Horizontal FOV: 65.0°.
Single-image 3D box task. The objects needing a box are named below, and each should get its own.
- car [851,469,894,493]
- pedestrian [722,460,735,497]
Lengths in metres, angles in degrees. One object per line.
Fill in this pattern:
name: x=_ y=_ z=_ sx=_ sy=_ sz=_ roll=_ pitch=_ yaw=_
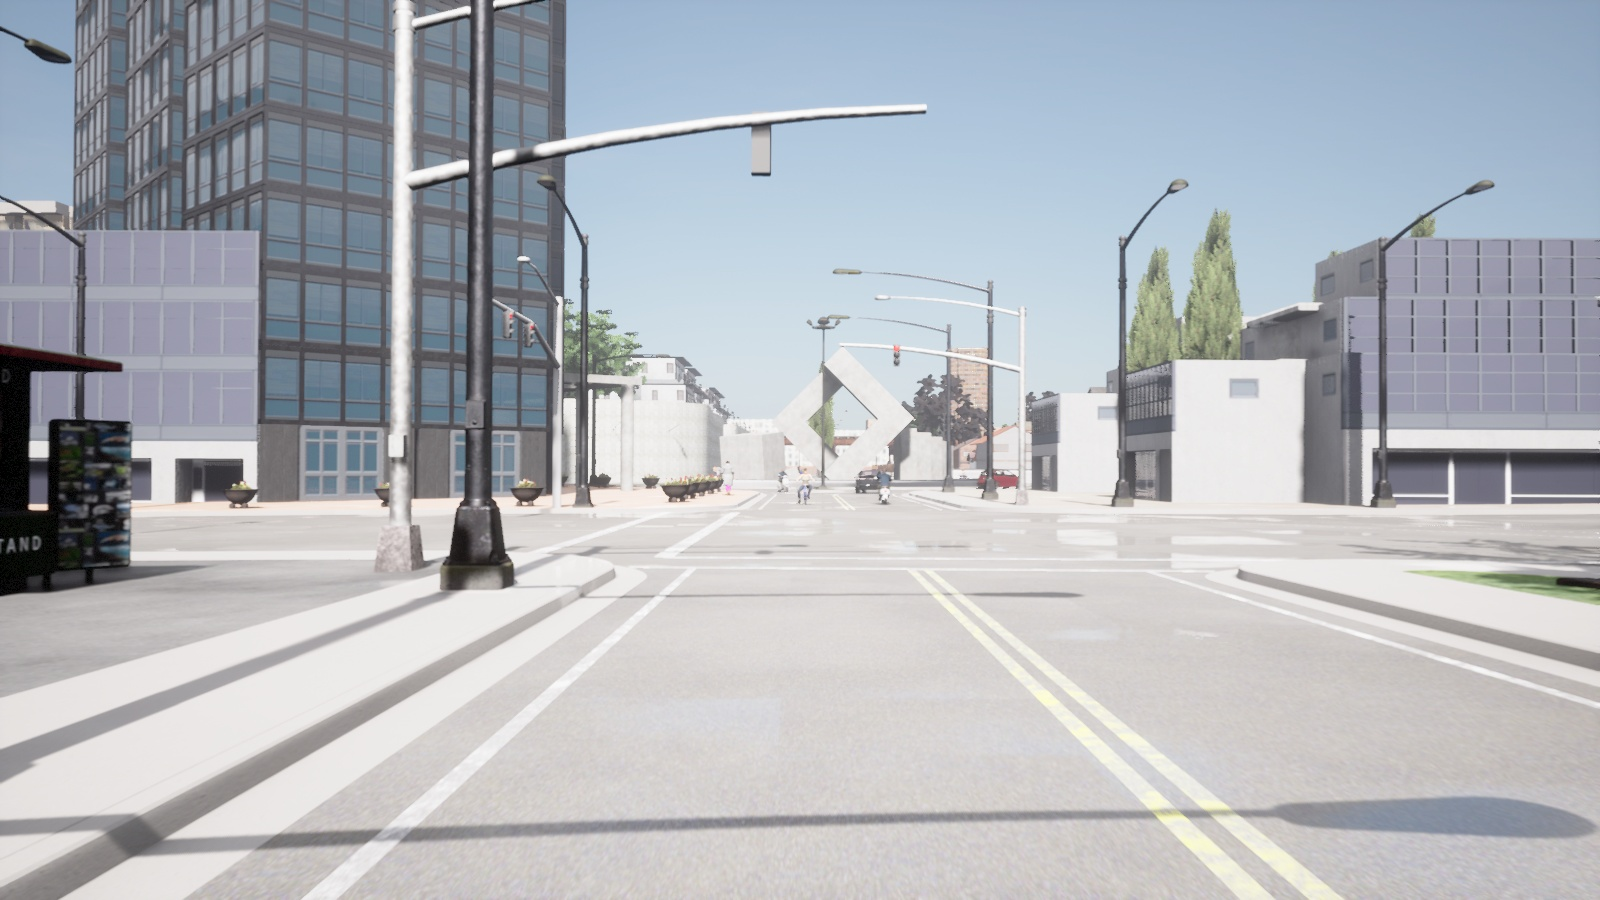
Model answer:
car: x=4.748 y=1.983 z=81.741 sx=2.128 sy=1.511 sz=4.902 roll=0 pitch=-1 yaw=11
pedestrian: x=-3.785 y=1.493 z=66.350 sx=0.659 sy=1.952 sz=0.873 roll=0 pitch=-1 yaw=0
